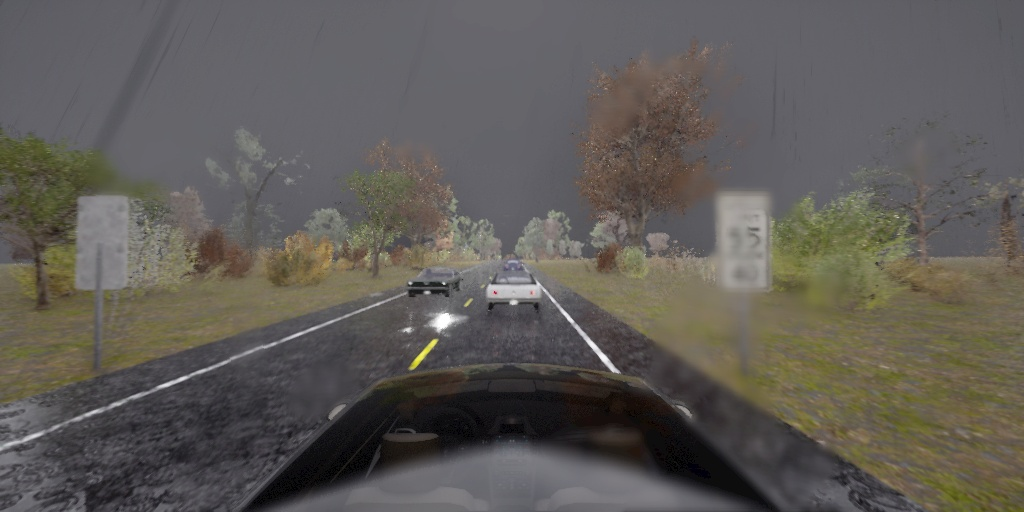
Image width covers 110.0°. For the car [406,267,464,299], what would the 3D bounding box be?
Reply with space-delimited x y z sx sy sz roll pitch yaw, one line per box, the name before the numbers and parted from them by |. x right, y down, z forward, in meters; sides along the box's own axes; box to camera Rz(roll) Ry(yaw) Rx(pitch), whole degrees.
car | -3.547 1.210 17.216 1.895 1.301 4.718 0 0 1

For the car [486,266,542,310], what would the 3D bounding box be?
car | 0.069 1.237 14.090 1.895 1.301 4.718 0 1 0

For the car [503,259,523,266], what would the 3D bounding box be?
car | 0.093 0.994 36.000 1.812 1.442 4.674 0 0 0
